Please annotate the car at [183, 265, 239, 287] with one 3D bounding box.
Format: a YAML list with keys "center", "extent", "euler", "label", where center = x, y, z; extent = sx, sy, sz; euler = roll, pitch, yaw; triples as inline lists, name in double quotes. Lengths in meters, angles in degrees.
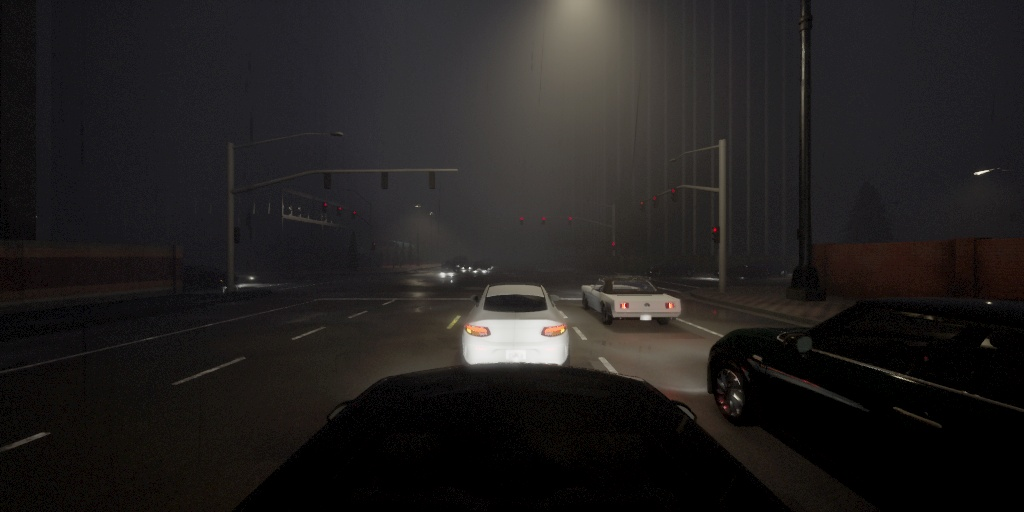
- center: [-20.910, 1.314, 24.057]
  extent: [4.181, 1.385, 1.994]
  euler: [0, 0, -1]
  label: "car"

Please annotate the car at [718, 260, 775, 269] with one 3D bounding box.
- center: [20.194, 1.314, 31.651]
  extent: [4.181, 1.385, 1.994]
  euler: [0, 0, -1]
  label: "car"

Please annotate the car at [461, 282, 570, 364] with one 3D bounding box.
- center: [0.060, 1.276, 7.538]
  extent: [1.812, 1.442, 4.674]
  euler: [0, 0, 0]
  label: "car"

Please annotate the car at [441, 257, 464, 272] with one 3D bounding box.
- center: [-7.885, 1.241, 46.213]
  extent: [2.128, 1.511, 4.902]
  euler: [0, 0, 1]
  label: "car"

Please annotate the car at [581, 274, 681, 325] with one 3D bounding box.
- center: [3.564, 1.351, 11.755]
  extent: [1.895, 1.301, 4.718]
  euler: [0, 0, 0]
  label: "car"

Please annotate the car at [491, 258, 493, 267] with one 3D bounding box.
- center: [-4.538, 1.275, 59.394]
  extent: [1.812, 1.442, 4.674]
  euler: [0, 0, -1]
  label: "car"

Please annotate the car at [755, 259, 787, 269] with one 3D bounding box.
- center: [24.235, 1.102, 35.186]
  extent: [4.553, 1.767, 2.097]
  euler: [0, 0, 0]
  label: "car"

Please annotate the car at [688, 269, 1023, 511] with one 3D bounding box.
- center: [3.600, 1.102, 2.853]
  extent: [2.097, 1.767, 4.553]
  euler: [0, 0, 0]
  label: "car"

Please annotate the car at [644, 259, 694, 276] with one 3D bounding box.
- center: [15.343, 1.102, 35.106]
  extent: [4.553, 1.767, 2.097]
  euler: [0, 0, 0]
  label: "car"

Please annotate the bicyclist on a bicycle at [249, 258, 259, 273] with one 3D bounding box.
- center: [-28.403, 1.051, 39.478]
  extent: [0.582, 1.620, 1.656]
  euler: [0, 0, -1]
  label: "bicyclist on a bicycle"

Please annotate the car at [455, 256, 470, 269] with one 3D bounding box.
- center: [-7.991, 0.971, 56.059]
  extent: [2.150, 2.045, 5.566]
  euler: [0, 0, -1]
  label: "car"

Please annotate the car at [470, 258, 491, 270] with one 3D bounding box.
- center: [-4.416, 1.314, 50.778]
  extent: [1.994, 1.385, 4.181]
  euler: [0, 0, -1]
  label: "car"
